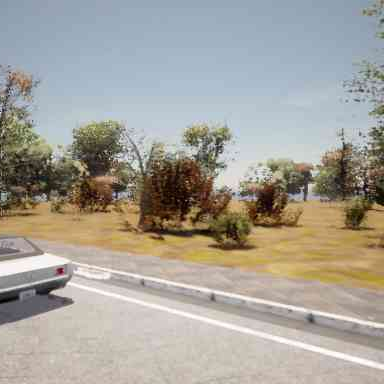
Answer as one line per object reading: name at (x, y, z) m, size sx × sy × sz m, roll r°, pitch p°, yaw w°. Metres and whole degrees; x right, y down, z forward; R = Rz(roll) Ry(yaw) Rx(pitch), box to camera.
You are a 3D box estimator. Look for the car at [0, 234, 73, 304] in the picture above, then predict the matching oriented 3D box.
car at (-4.841, 1.602, 7.446) m, size 4.718 × 1.301 × 1.895 m, roll 0°, pitch 0°, yaw 36°
